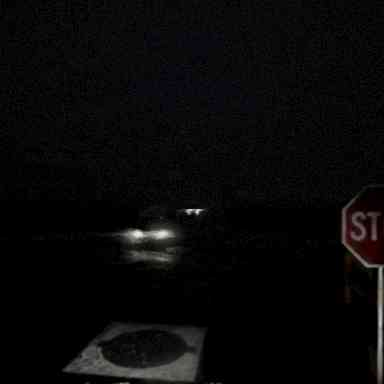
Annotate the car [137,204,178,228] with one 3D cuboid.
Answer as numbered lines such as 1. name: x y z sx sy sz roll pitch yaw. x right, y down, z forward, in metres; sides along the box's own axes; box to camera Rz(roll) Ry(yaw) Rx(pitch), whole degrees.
1. car: -2.263 1.591 23.204 1.882 1.535 5.008 1 0 10

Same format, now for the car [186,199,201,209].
1. car: 0.292 1.785 49.256 1.994 1.385 4.181 0 0 7
